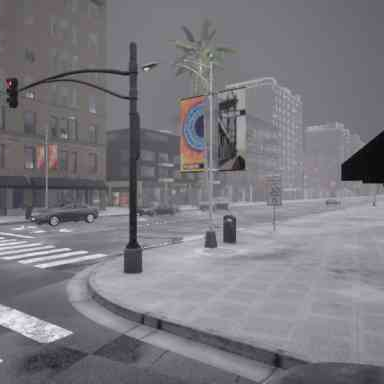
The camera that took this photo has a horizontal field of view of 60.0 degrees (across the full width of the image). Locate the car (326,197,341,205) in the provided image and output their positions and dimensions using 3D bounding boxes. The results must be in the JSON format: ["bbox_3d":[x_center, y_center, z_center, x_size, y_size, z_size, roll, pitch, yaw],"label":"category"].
[{"bbox_3d":[26.365,1.710,62.065,1.994,1.385,4.181,0,0,35],"label":"car"}]

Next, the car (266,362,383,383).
[{"bbox_3d":[2.203,1.551,1.279,4.403,1.369,2.008,0,0,35],"label":"car"}]

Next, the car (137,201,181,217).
[{"bbox_3d":[-3.232,1.580,31.646,2.033,1.411,5.357,0,0,35],"label":"car"}]

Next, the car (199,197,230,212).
[{"bbox_3d":[2.734,1.405,40.108,2.097,1.767,4.553,0,0,35],"label":"car"}]

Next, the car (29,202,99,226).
[{"bbox_3d":[-8.921,1.520,23.566,1.837,1.490,4.892,0,0,35],"label":"car"}]
